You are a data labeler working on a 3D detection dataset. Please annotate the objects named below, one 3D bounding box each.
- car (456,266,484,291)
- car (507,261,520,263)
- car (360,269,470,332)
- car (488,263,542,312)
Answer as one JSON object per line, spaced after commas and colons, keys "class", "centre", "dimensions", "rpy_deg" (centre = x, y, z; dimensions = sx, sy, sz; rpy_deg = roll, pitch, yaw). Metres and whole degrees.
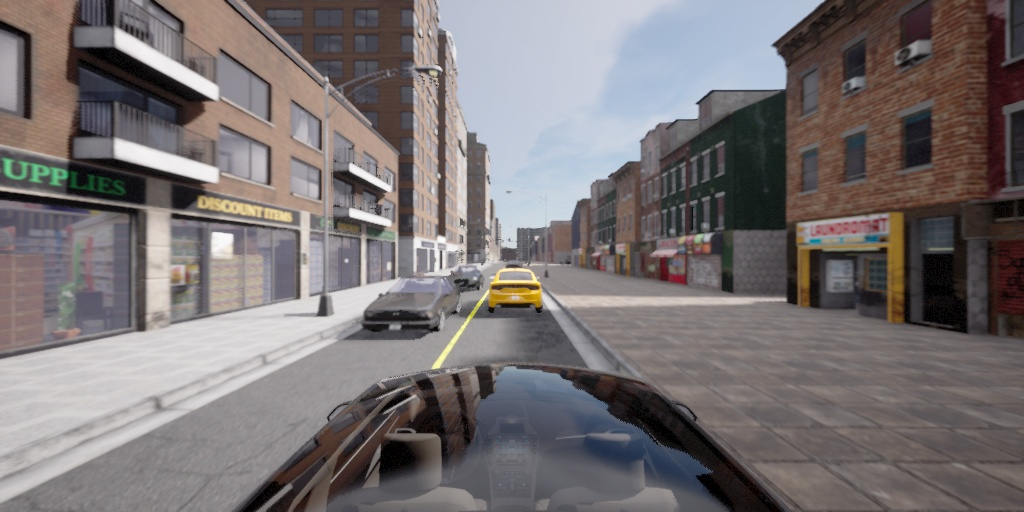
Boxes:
{"class": "car", "centre": [-2.795, 1.320, 22.067], "dimensions": [1.994, 1.385, 4.181], "rpy_deg": [0, 0, 0]}
{"class": "car", "centre": [0.144, 1.269, 39.601], "dimensions": [1.837, 1.490, 4.892], "rpy_deg": [0, 0, 0]}
{"class": "car", "centre": [-2.749, 1.300, 11.134], "dimensions": [2.033, 1.411, 5.357], "rpy_deg": [0, 0, 0]}
{"class": "car", "centre": [0.115, 1.233, 14.339], "dimensions": [1.882, 1.535, 5.008], "rpy_deg": [0, 0, 0]}
